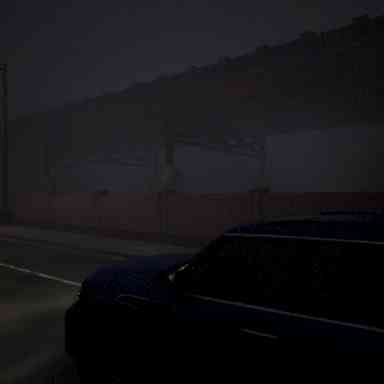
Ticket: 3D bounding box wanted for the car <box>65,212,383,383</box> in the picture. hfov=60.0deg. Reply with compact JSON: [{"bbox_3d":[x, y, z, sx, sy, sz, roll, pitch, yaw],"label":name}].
[{"bbox_3d":[1.166,1.219,3.160,5.566,2.045,2.150,0,0,35],"label":"car"}]
